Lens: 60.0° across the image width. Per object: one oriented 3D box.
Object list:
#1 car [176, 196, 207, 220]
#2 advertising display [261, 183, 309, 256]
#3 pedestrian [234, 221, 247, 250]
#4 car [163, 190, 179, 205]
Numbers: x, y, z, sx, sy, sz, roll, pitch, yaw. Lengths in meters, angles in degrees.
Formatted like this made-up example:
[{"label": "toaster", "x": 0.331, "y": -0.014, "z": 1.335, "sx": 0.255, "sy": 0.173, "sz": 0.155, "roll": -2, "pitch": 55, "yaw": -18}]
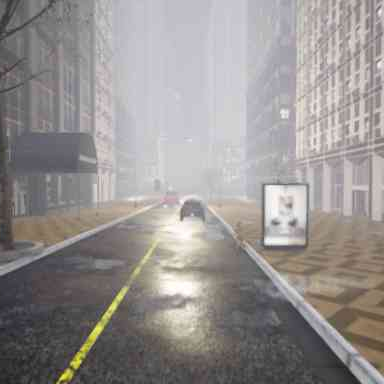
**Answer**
[{"label": "car", "x": 0.049, "y": 1.282, "z": 25.133, "sx": 1.837, "sy": 1.490, "sz": 4.892, "roll": 0, "pitch": 1, "yaw": 0}, {"label": "advertising display", "x": 3.150, "y": 0.921, "z": 11.322, "sx": 1.540, "sy": 2.440, "sz": 0.280, "roll": 1, "pitch": 1, "yaw": 0}, {"label": "pedestrian", "x": 1.767, "y": 1.552, "z": 11.955, "sx": 0.500, "sy": 1.100, "sz": 0.500, "roll": -1, "pitch": 1, "yaw": -1}, {"label": "car", "x": -3.046, "y": 0.794, "z": 49.572, "sx": 2.150, "sy": 2.045, "sz": 5.566, "roll": 0, "pitch": 0, "yaw": 0}]
